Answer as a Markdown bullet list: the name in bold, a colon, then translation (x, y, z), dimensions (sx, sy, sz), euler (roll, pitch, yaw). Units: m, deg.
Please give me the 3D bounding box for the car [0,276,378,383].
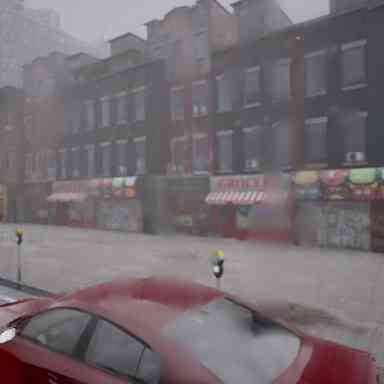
- **car**: translation (-0.657, 1.558, 3.284), dimensions (4.507, 1.381, 1.887), euler (0, -1, 35)
